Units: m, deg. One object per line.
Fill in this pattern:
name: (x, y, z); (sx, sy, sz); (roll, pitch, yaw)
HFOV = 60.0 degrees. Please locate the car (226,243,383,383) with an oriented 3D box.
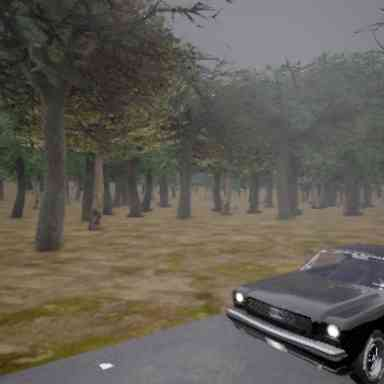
car: (2.835, 1.608, 5.479); (4.718, 1.301, 1.895); (0, 0, -36)
